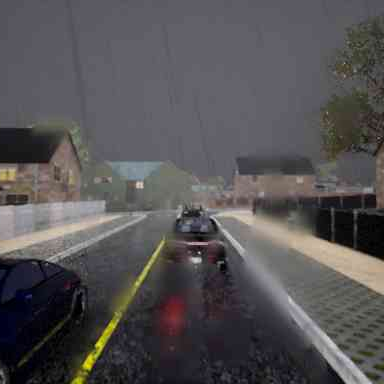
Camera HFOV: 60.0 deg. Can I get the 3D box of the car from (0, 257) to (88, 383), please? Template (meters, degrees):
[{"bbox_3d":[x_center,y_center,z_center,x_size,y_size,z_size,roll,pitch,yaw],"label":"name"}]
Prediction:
[{"bbox_3d":[-2.849,1.602,4.320,1.994,1.385,4.181,0,-1,0],"label":"car"}]

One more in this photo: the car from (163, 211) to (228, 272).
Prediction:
[{"bbox_3d":[0.098,1.590,11.105,2.128,1.511,4.902,0,-1,0],"label":"car"}]

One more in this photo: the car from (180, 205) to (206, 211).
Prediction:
[{"bbox_3d":[0.101,1.734,26.464,2.128,1.511,4.902,0,-1,0],"label":"car"}]
